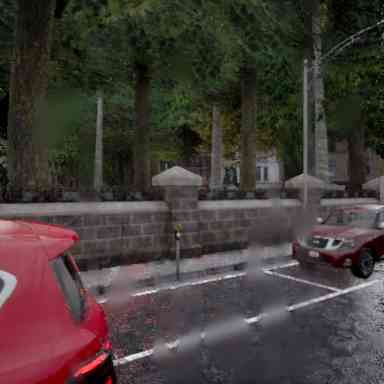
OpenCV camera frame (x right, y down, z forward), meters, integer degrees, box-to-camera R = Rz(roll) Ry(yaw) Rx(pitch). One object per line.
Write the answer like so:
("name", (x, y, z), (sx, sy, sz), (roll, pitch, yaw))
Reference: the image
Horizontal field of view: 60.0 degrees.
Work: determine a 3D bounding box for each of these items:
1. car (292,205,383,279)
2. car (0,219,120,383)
("car", (5.296, 1.338, 10.310), (5.009, 1.841, 2.192), (0, 0, -35))
("car", (-3.024, 1.217, 1.220), (5.566, 2.045, 2.150), (0, 0, -35))
